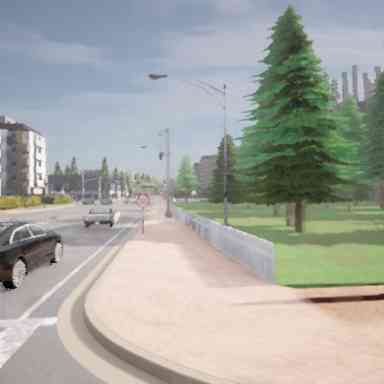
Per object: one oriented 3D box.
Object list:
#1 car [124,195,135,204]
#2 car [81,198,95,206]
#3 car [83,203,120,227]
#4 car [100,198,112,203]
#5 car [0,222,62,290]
[{"bbox_3d":[-14.375,1.652,76.947,2.150,2.045,5.566,0,0,-5],"label":"car"},{"bbox_3d":[-20.443,1.937,65.624,1.837,1.490,4.892,0,0,-5],"label":"car"},{"bbox_3d":[-6.371,1.754,23.950,1.895,1.301,4.718,0,0,-4],"label":"car"},{"bbox_3d":[-16.946,1.926,65.768,2.128,1.511,4.902,0,0,-5],"label":"car"},{"bbox_3d":[-5.128,1.568,9.248,2.128,1.511,4.902,0,0,-4],"label":"car"}]
